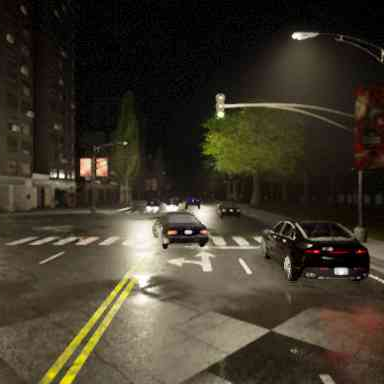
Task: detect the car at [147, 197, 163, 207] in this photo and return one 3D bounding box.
[{"bbox_3d":[-6.516,1.692,56.599,2.128,1.511,4.902,0,0,0],"label":"car"}]

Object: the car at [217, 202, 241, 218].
[{"bbox_3d":[3.371,1.657,31.079,2.033,1.411,5.357,0,0,0],"label":"car"}]

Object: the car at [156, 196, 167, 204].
[{"bbox_3d":[-6.455,1.751,71.780,1.882,1.535,5.008,0,0,0],"label":"car"}]

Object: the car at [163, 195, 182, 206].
[{"bbox_3d":[-3.266,1.692,56.600,2.128,1.511,4.902,0,0,0],"label":"car"}]

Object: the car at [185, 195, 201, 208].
[{"bbox_3d":[0.132,1.395,49.967,2.150,2.045,5.566,0,0,0],"label":"car"}]

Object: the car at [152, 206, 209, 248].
[{"bbox_3d":[-0.672,1.603,15.263,2.033,1.411,5.357,0,0,-12],"label":"car"}]

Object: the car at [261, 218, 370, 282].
[{"bbox_3d":[3.355,1.541,9.900,1.837,1.490,4.892,0,0,0],"label":"car"}]

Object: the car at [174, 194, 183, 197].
[{"bbox_3d":[-3.204,1.500,72.045,2.150,2.045,5.566,0,0,0],"label":"car"}]
